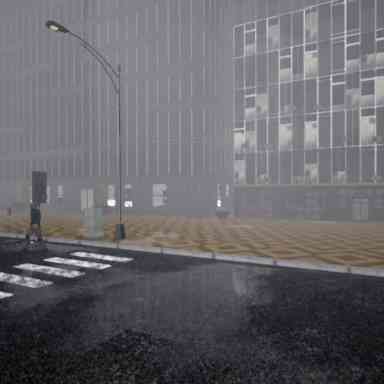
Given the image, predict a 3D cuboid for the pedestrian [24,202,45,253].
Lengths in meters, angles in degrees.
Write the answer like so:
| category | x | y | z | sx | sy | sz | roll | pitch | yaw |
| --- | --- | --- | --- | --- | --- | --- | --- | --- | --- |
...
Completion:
| category | x | y | z | sx | sy | sz | roll | pitch | yaw |
| --- | --- | --- | --- | --- | --- | --- | --- | --- | --- |
| pedestrian | -5.487 | 1.215 | 11.593 | 0.375 | 1.860 | 0.375 | 0 | 0 | 28 |
